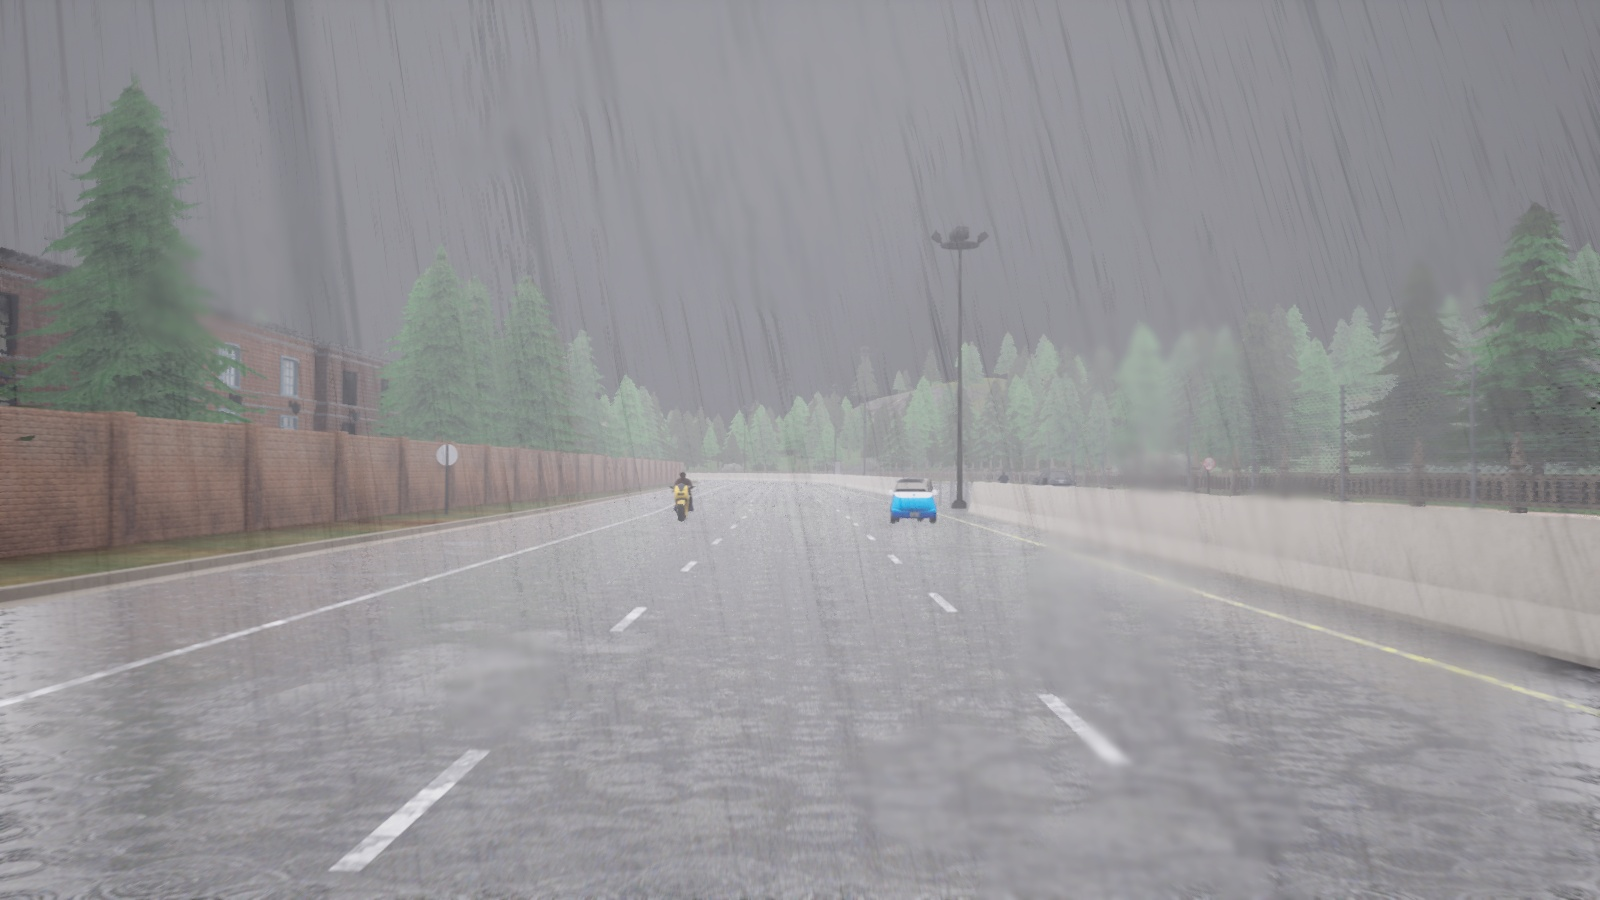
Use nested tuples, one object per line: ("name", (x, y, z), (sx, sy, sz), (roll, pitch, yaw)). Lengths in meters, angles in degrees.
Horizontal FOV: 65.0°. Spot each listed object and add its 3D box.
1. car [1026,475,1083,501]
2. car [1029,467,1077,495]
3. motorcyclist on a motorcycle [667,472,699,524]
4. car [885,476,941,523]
("car", (13.271, 1.962, 65.726), (1.895, 1.301, 4.718), (0, -1, -2))
("car", (16.366, 1.971, 81.452), (2.097, 1.767, 4.553), (0, -1, -1))
("motorcyclist on a motorcycle", (-3.572, 1.455, 38.436), (0.797, 1.523, 2.044), (0, -1, 0))
("car", (3.406, 1.495, 38.221), (1.481, 1.376, 2.207), (0, -1, 0))
